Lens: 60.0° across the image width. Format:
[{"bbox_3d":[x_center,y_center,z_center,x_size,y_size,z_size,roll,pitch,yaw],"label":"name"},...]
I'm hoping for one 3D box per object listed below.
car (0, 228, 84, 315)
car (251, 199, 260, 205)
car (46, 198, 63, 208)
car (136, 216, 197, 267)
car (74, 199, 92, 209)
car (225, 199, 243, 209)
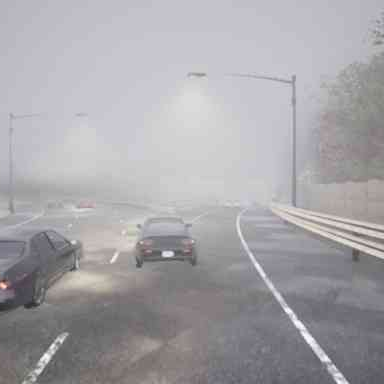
[{"bbox_3d":[-3.996,1.556,7.767,2.033,1.411,5.357,0,0,-6],"label":"car"},{"bbox_3d":[14.990,2.483,78.626,1.837,1.490,4.892,0,-4,17],"label":"car"},{"bbox_3d":[-19.656,1.541,47.522,2.128,1.511,4.902,0,0,-28],"label":"car"},{"bbox_3d":[-0.936,1.534,11.395,1.812,1.442,4.674,0,0,-7],"label":"car"},{"bbox_3d":[-15.188,1.608,46.462,1.994,1.385,4.181,0,0,-26],"label":"car"},{"bbox_3d":[5.637,1.624,44.285,1.895,1.301,4.718,0,0,14],"label":"car"}]
